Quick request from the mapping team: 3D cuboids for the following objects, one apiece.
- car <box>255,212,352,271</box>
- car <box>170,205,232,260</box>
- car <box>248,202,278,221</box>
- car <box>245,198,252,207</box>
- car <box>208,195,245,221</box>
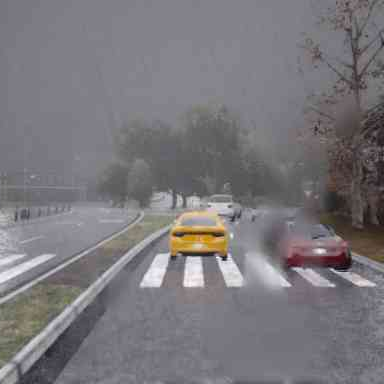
[{"bbox_3d":[3.482,1.558,10.907,1.994,1.385,4.181,0,0,2],"label":"car"},{"bbox_3d":[0.306,1.475,12.495,1.882,1.535,5.008,0,0,3],"label":"car"},{"bbox_3d":[5.906,1.608,26.662,1.895,1.301,4.718,-1,-1,16],"label":"car"},{"bbox_3d":[11.354,2.523,78.065,5.566,2.045,2.150,-1,-2,30],"label":"car"},{"bbox_3d":[2.758,1.257,27.476,2.150,2.045,5.566,-1,0,16],"label":"car"}]
